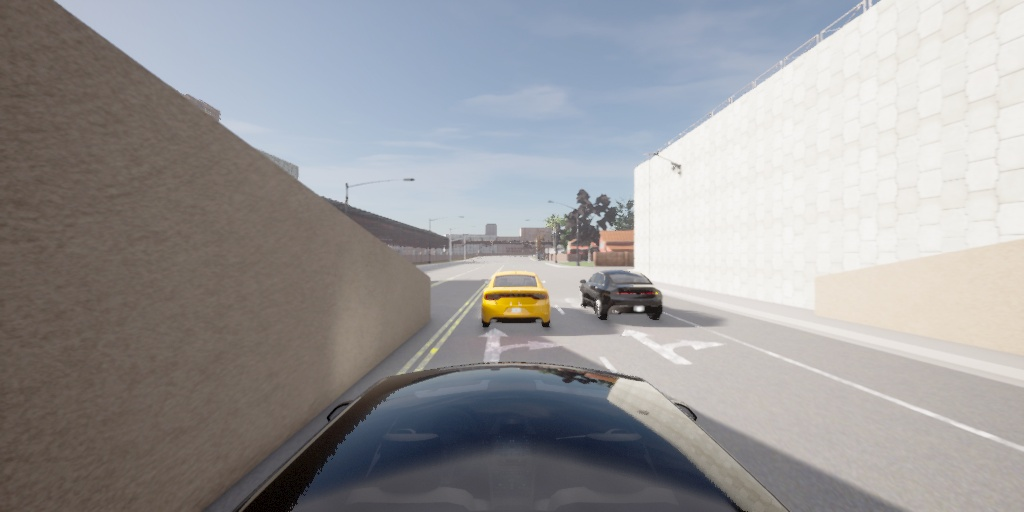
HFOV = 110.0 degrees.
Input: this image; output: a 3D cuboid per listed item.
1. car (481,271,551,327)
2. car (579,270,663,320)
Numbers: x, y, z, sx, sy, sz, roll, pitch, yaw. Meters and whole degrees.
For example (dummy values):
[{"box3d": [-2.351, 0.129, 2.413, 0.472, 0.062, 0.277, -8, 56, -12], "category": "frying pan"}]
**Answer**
[{"box3d": [0.107, 1.214, 11.497, 1.882, 1.535, 5.008, 0, 0, 0], "category": "car"}, {"box3d": [3.600, 1.239, 12.549, 1.837, 1.490, 4.892, 0, 0, 0], "category": "car"}]
